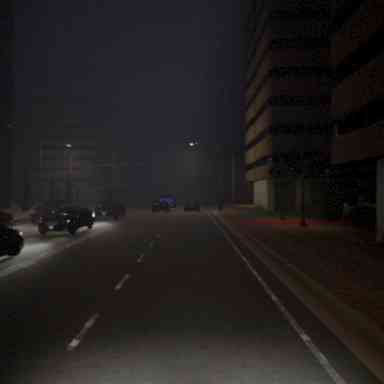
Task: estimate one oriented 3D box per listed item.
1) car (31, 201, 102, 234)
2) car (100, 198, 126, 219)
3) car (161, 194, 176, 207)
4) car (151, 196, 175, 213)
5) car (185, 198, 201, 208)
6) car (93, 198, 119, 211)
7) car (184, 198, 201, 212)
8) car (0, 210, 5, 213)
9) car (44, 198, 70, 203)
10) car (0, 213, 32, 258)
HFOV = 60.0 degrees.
[{"bbox_3d":[-7.063,1.503,19.141,2.128,1.511,4.902,0,0,0],"label":"car"},{"bbox_3d":[-7.053,1.509,29.171,2.128,1.511,4.902,0,0,0],"label":"car"},{"bbox_3d":[-3.490,1.252,47.832,2.150,2.045,5.566,0,0,0],"label":"car"},{"bbox_3d":[-3.493,1.515,37.964,2.128,1.511,4.902,0,0,0],"label":"car"},{"bbox_3d":[0.163,1.593,48.642,1.994,1.385,4.181,0,0,5],"label":"car"},{"bbox_3d":[-10.503,1.533,41.022,1.837,1.490,4.892,0,-1,0],"label":"car"},{"bbox_3d":[0.008,1.588,39.418,1.994,1.385,4.181,0,0,0],"label":"car"},{"bbox_3d":[-10.578,1.488,15.931,1.882,1.535,5.008,0,0,0],"label":"car"},{"bbox_3d":[-10.564,1.368,25.700,2.097,1.767,4.553,0,0,0],"label":"car"},{"bbox_3d":[-7.075,1.571,10.339,1.994,1.385,4.181,0,0,0],"label":"car"}]
